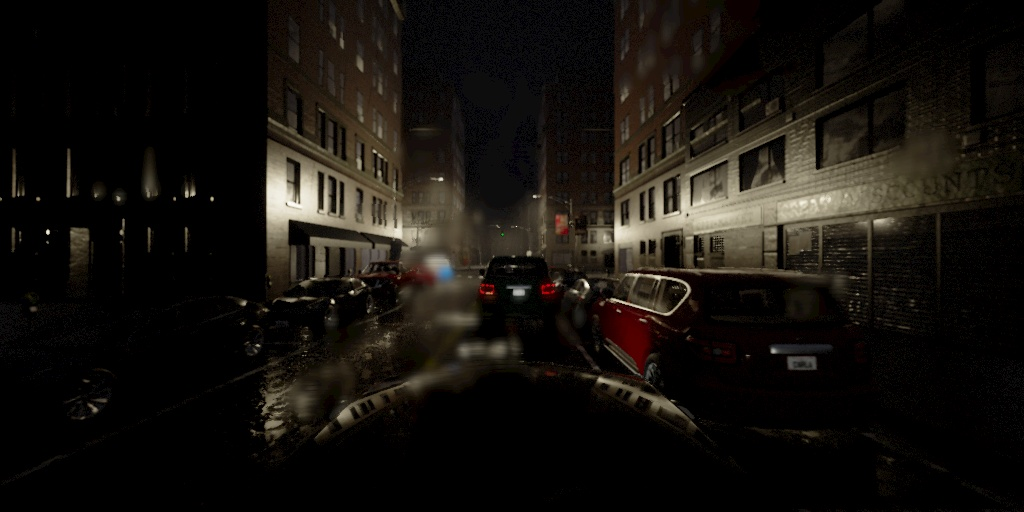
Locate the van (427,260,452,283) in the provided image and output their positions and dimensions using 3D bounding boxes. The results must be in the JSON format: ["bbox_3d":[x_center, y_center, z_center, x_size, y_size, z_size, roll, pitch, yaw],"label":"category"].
[{"bbox_3d":[-5.807,1.182,28.042,1.690,1.789,3.998,0,0,0],"label":"van"}]

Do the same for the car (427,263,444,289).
[{"bbox_3d":[-5.818,1.367,22.456,1.888,1.381,4.507,0,0,0],"label":"car"}]

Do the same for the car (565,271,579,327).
[{"bbox_3d":[2.686,1.334,11.273,2.007,1.370,4.403,0,0,0],"label":"car"}]

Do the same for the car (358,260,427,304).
[{"bbox_3d":[-5.828,1.117,16.869,2.192,1.841,5.009,0,0,0],"label":"car"}]

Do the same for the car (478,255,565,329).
[{"bbox_3d":[0.111,1.007,11.567,2.150,2.045,5.566,0,0,-1],"label":"car"}]

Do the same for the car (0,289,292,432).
[{"bbox_3d":[-5.850,1.330,5.698,1.948,1.339,4.313,0,0,0],"label":"car"}]

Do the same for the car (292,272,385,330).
[{"bbox_3d":[-5.839,1.349,11.285,1.948,1.339,4.313,0,0,0],"label":"car"}]

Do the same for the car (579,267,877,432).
[{"bbox_3d":[2.676,1.079,5.688,2.192,1.841,5.009,0,0,0],"label":"car"}]

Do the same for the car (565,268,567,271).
[{"bbox_3d":[2.697,1.368,16.858,1.948,1.339,4.313,0,0,0],"label":"car"}]
